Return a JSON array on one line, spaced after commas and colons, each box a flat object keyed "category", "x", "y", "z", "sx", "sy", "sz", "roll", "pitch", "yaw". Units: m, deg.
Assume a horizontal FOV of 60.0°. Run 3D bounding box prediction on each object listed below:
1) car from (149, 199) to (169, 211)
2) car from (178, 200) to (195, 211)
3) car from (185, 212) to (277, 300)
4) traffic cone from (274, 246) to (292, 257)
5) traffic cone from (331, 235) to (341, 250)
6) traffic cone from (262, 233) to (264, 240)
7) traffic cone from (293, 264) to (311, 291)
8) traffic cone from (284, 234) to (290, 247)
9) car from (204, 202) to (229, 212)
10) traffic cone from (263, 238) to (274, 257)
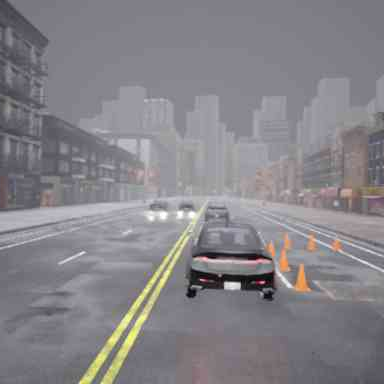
[{"category": "car", "x": -3.928, "y": 1.565, "z": 40.336, "sx": 1.895, "sy": 1.301, "sz": 4.718, "roll": 1, "pitch": 0, "yaw": 4}, {"category": "car", "x": -0.612, "y": 1.634, "z": 41.373, "sx": 1.895, "sy": 1.301, "sz": 4.718, "roll": 1, "pitch": 0, "yaw": 4}, {"category": "car", "x": 0.889, "y": 1.517, "z": 8.525, "sx": 2.128, "sy": 1.511, "sz": 4.902, "roll": 1, "pitch": 0, "yaw": 3}, {"category": "traffic cone", "x": 2.738, "y": 2.020, "z": 9.945, "sx": 0.340, "sy": 0.580, "sz": 0.340, "roll": 1, "pitch": 0, "yaw": 3}, {"category": "traffic cone", "x": 5.969, "y": 2.090, "z": 13.761, "sx": 0.340, "sy": 0.580, "sz": 0.340, "roll": 1, "pitch": 0, "yaw": 3}, {"category": "traffic cone", "x": 2.974, "y": 2.029, "z": 13.938, "sx": 0.340, "sy": 0.580, "sz": 0.340, "roll": 1, "pitch": 0, "yaw": 3}, {"category": "traffic cone", "x": 2.620, "y": 2.015, "z": 7.949, "sx": 0.340, "sy": 0.580, "sz": 0.340, "roll": 1, "pitch": 0, "yaw": 3}, {"category": "traffic cone", "x": 3.973, "y": 2.049, "z": 13.879, "sx": 0.340, "sy": 0.580, "sz": 0.340, "roll": 1, "pitch": 0, "yaw": 3}, {"category": "car", "x": 1.971, "y": 1.557, "z": 26.773, "sx": 2.128, "sy": 1.511, "sz": 4.902, "roll": 1, "pitch": 0, "yaw": 3}, {"category": "traffic cone", "x": 2.856, "y": 2.024, "z": 11.942, "sx": 0.340, "sy": 0.580, "sz": 0.340, "roll": 1, "pitch": 0, "yaw": 3}]
